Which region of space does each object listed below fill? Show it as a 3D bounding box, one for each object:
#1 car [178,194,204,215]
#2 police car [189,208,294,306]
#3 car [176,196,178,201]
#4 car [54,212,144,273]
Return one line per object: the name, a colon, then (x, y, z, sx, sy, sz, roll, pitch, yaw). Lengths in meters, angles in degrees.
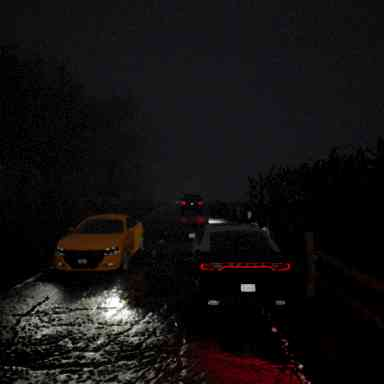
car: (0.012, 1.217, 33.858, 2.150, 2.045, 5.566, 0, 0, 0)
police car: (0.949, 1.423, 8.235, 1.930, 1.638, 5.238, 0, 0, 0)
car: (-2.871, 1.547, 81.839, 2.033, 1.411, 5.357, 0, 0, 0)
car: (-2.767, 1.475, 10.890, 1.882, 1.535, 5.008, 0, 0, 0)
